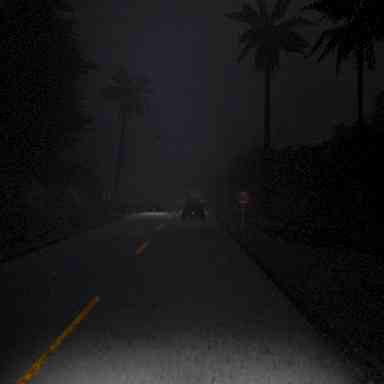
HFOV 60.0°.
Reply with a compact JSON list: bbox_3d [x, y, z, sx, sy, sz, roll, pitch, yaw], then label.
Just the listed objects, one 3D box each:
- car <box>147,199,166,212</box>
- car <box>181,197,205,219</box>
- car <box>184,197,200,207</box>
[{"bbox_3d":[-4.096,1.580,38.919,2.033,1.411,5.357,0,0,0],"label":"car"},{"bbox_3d":[0.098,1.516,29.688,2.128,1.511,4.902,0,0,0],"label":"car"},{"bbox_3d":[-0.068,1.536,53.243,2.128,1.511,4.902,0,0,-4],"label":"car"}]
